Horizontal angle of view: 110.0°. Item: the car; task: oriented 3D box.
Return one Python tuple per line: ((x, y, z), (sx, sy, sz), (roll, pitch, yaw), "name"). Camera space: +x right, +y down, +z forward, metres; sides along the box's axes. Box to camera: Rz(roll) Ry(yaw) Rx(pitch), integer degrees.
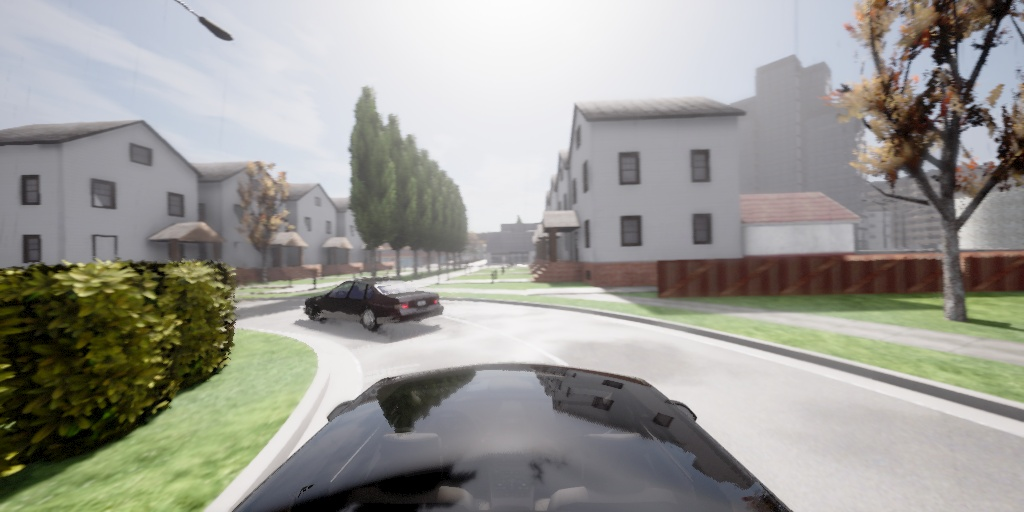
((-4.613, 1.440, 11.546), (5.357, 1.411, 2.033), (-2, 0, 35), "car")
